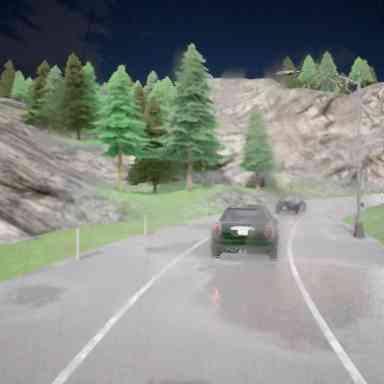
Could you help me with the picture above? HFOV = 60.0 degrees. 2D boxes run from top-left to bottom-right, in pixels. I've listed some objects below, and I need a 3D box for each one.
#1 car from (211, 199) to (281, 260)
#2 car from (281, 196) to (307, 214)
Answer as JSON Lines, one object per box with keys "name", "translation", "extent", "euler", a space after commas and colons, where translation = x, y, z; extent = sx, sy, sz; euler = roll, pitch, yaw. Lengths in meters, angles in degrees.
{"name": "car", "translation": [2.073, 1.212, 12.139], "extent": [2.097, 1.767, 4.553], "euler": [0, 1, 14]}
{"name": "car", "translation": [8.327, 1.024, 27.857], "extent": [1.812, 1.442, 4.674], "euler": [0, 2, 29]}
